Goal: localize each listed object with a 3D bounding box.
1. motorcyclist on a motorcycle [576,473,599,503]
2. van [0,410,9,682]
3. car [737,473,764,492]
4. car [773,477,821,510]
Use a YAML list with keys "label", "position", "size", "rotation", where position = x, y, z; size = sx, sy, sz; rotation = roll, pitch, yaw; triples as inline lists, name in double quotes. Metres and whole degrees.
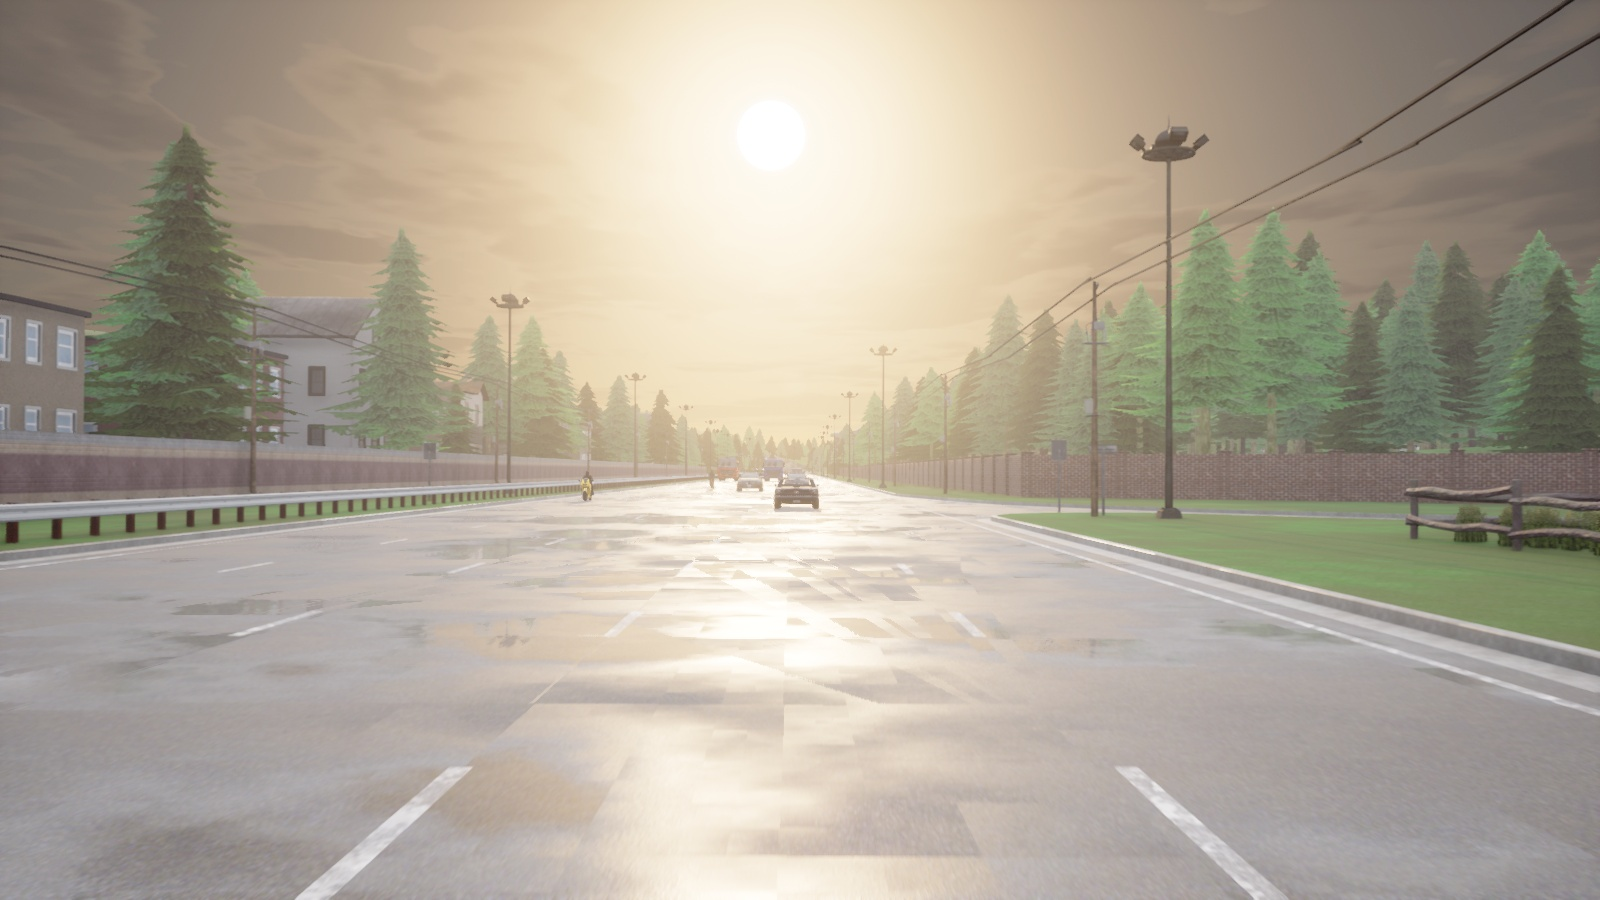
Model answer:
- label: "motorcyclist on a motorcycle"
  position: [-10.651, 1.895, 63.032]
  size: [0.797, 1.523, 2.044]
  rotation: [0, -1, 0]
- label: "van"
  position: [-7.019, 0.688, 7.253]
  size: [2.069, 2.038, 4.480]
  rotation: [0, -1, 0]
- label: "car"
  position: [-3.728, 2.446, 95.042]
  size: [1.812, 1.442, 4.674]
  rotation: [0, -1, 0]
- label: "car"
  position: [-0.126, 1.793, 52.459]
  size: [1.895, 1.301, 4.718]
  rotation: [0, -1, 0]
